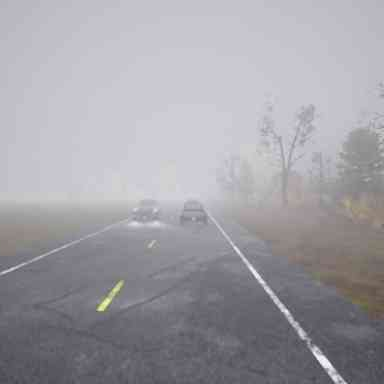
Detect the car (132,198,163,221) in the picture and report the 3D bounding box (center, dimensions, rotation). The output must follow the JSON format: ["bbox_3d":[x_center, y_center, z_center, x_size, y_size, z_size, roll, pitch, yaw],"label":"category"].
[{"bbox_3d":[-3.588,1.356,27.420,2.097,1.767,4.553,0,0,0],"label":"car"}]

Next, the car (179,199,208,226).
[{"bbox_3d":[0.107,1.497,23.693,2.128,1.511,4.902,0,0,0],"label":"car"}]
